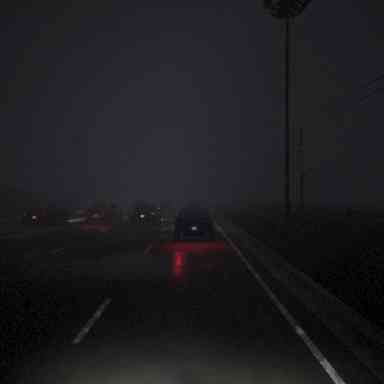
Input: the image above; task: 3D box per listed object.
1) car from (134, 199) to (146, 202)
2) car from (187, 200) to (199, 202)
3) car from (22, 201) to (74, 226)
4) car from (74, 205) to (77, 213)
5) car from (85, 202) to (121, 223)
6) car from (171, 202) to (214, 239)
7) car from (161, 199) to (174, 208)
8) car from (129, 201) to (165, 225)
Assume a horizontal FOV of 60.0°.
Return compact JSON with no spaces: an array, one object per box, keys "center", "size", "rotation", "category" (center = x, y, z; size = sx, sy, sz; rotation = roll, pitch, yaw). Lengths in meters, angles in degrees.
[{"center":[-6.892,1.636,44.603],"size":[1.812,1.442,4.674],"rotation":[0,0,0],"category":"car"},{"center":[0.107,1.639,37.202],"size":[2.033,1.411,5.357],"rotation":[0,0,0],"category":"car"},{"center":[-10.396,1.624,23.913],"size":[1.994,1.385,4.181],"rotation":[0,0,0],"category":"car"},{"center":[-13.893,1.635,35.279],"size":[2.033,1.411,5.357],"rotation":[0,0,0],"category":"car"},{"center":[-6.896,1.543,26.247],"size":[1.882,1.535,5.008],"rotation":[0,0,0],"category":"car"},{"center":[0.103,1.522,17.734],"size":[1.882,1.535,5.008],"rotation":[0,0,0],"category":"car"},{"center":[-3.391,1.656,44.006],"size":[2.033,1.411,5.357],"rotation":[0,0,0],"category":"car"},{"center":[-3.396,1.625,24.768],"size":[1.994,1.385,4.181],"rotation":[0,0,0],"category":"car"}]
